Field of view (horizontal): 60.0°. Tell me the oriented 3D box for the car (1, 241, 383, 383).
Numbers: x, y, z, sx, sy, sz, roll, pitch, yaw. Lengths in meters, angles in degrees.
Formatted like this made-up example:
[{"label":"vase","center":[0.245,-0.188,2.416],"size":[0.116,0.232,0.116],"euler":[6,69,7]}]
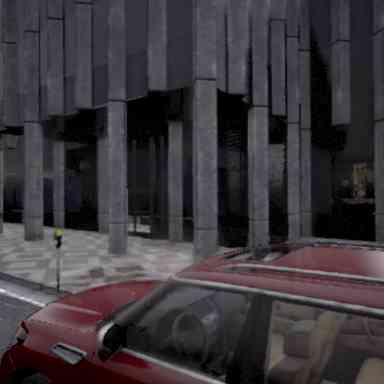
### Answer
[{"label":"car","center":[0.692,1.314,2.364],"size":[5.009,1.841,2.192],"euler":[0,0,35]}]
